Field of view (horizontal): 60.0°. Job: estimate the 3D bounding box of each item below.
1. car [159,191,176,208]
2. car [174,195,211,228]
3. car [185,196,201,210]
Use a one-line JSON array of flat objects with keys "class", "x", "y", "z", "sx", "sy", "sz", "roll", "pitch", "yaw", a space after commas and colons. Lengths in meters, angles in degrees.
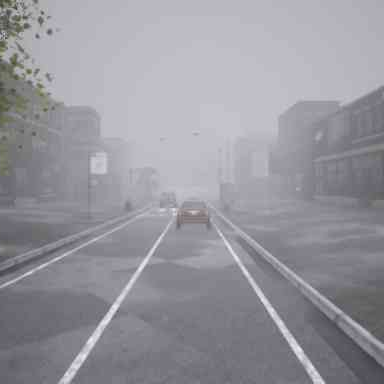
[{"class": "car", "x": -3.083, "y": 0.943, "z": 44.301, "sx": 2.150, "sy": 2.045, "sz": 5.566, "roll": 0, "pitch": 0, "yaw": 0}, {"class": "car", "x": 0.096, "y": 1.286, "z": 21.957, "sx": 2.097, "sy": 1.767, "sz": 4.553, "roll": 0, "pitch": 0, "yaw": 0}, {"class": "car", "x": 0.097, "y": 1.269, "z": 40.409, "sx": 1.837, "sy": 1.490, "sz": 4.892, "roll": 0, "pitch": 1, "yaw": 0}]
